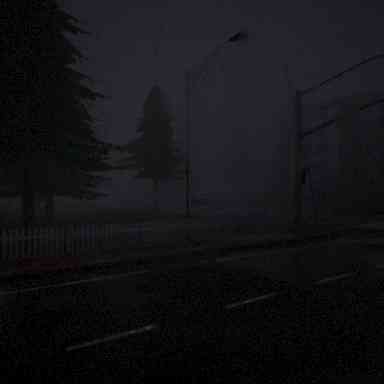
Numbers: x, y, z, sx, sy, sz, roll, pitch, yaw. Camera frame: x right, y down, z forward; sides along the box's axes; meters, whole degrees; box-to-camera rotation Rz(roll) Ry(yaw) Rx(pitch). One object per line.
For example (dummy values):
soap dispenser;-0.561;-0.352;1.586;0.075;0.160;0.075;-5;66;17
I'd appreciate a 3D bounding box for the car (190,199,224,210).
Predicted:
car;1.819;1.536;42.160;2.033;1.411;5.357;0;0;-34
